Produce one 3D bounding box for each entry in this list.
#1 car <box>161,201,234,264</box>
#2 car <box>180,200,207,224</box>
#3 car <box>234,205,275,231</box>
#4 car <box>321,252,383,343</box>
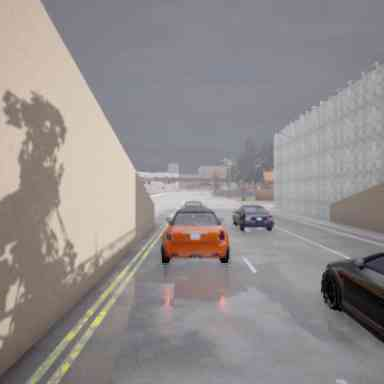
[{"bbox_3d":[0.098,1.322,11.884,2.097,1.767,4.553,0,0,0],"label":"car"},{"bbox_3d":[0.095,1.440,25.503,1.837,1.490,4.892,0,0,0],"label":"car"},{"bbox_3d":[3.599,1.496,20.326,2.033,1.411,5.357,0,0,0],"label":"car"},{"bbox_3d":[3.598,1.551,5.061,1.994,1.385,4.181,0,0,0],"label":"car"}]
